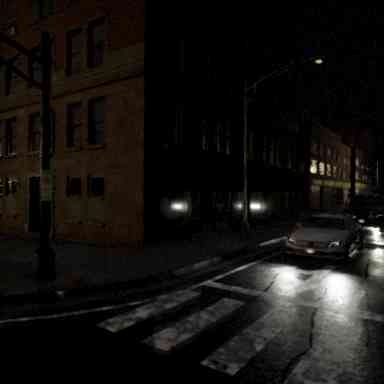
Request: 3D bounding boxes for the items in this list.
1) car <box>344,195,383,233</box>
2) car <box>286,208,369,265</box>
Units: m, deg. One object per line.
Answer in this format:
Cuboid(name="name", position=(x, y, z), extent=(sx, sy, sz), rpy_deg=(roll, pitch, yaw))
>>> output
Cuboid(name="car", position=(10.684, 1.206, 20.109), extent=(2.150, 2.045, 5.566), rpy_deg=(0, 0, 35))
Cuboid(name="car", position=(4.922, 1.510, 11.998), extent=(1.812, 1.442, 4.674), rpy_deg=(0, 0, 35))
